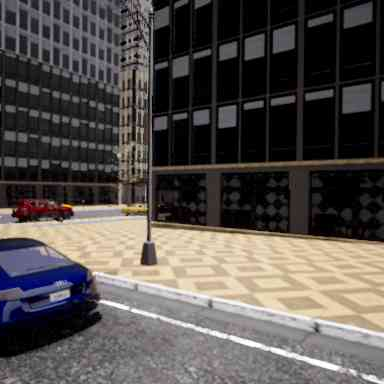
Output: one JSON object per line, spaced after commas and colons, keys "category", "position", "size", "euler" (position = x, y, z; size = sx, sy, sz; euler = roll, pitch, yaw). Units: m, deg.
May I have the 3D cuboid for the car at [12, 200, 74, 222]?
{"category": "car", "position": [-12.638, 1.574, 28.427], "size": [2.192, 1.841, 5.009], "euler": [0, 0, 36]}

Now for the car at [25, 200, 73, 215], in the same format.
{"category": "car", "position": [-16.144, 1.715, 37.799], "size": [1.752, 1.417, 4.829], "euler": [0, 0, 36]}

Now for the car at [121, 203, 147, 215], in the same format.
{"category": "car", "position": [-5.848, 1.885, 37.645], "size": [1.752, 1.417, 4.829], "euler": [0, 0, 36]}

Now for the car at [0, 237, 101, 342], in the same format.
{"category": "car", "position": [-3.690, 1.575, 6.308], "size": [4.181, 1.385, 1.994], "euler": [0, 0, 35]}
